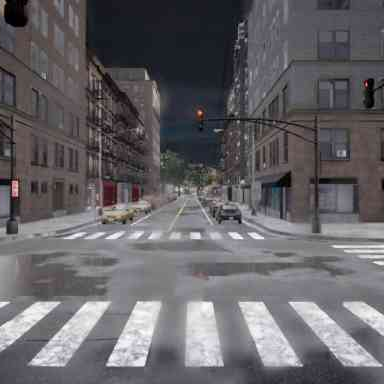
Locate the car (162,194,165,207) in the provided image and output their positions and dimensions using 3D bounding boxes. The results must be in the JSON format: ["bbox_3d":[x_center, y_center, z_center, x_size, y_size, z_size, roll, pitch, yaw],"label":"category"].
[{"bbox_3d":[-5.369,1.445,46.635,1.967,1.590,4.097,0,0,0],"label":"car"}]

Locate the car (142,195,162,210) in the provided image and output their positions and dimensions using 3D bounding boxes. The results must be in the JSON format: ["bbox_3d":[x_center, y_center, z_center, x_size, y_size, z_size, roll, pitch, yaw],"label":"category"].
[{"bbox_3d":[-5.375,1.319,41.153,2.192,1.841,5.009,0,0,0],"label":"car"}]

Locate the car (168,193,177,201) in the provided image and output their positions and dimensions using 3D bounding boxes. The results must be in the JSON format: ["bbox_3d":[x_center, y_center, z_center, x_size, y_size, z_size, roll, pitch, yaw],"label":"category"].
[{"bbox_3d":[-5.315,1.329,90.491,2.192,1.841,5.009,0,0,0],"label":"car"}]

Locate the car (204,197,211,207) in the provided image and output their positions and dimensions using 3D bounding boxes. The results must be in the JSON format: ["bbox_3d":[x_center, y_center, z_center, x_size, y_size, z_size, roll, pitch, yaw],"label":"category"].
[{"bbox_3d":[2.667,1.553,35.664,2.008,1.369,4.403,0,0,0],"label":"car"}]

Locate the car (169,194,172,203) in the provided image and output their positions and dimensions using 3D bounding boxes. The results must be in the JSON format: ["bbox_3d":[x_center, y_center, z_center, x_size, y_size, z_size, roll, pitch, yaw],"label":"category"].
[{"bbox_3d":[-5.349,1.573,63.081,1.947,1.339,4.313,0,0,0],"label":"car"}]

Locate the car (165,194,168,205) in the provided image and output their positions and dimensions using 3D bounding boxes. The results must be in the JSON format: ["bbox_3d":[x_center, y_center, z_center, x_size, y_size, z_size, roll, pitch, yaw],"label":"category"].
[{"bbox_3d":[-5.362,1.446,52.117,1.967,1.590,4.097,0,0,0],"label":"car"}]

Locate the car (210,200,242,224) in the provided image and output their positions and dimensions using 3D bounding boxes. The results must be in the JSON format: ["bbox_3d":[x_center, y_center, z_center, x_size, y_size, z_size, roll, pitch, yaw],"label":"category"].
[{"bbox_3d":[2.658,1.552,24.700,2.008,1.369,4.403,0,0,0],"label":"car"}]

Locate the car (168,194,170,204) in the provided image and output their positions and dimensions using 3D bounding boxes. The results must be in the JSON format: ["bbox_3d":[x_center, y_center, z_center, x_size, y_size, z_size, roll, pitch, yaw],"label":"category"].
[{"bbox_3d":[-5.356,1.557,57.599,2.008,1.369,4.403,0,0,0],"label":"car"}]

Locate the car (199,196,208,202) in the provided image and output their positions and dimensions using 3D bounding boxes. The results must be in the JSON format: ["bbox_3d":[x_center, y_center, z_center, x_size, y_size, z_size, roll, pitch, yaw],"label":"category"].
[{"bbox_3d":[2.705,1.556,79.520,1.887,1.381,4.507,0,0,0],"label":"car"}]

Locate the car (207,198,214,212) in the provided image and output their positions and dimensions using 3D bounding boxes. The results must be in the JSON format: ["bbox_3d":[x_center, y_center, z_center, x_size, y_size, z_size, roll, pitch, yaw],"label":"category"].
[{"bbox_3d":[2.662,1.547,30.182,1.887,1.381,4.507,0,0,0],"label":"car"}]

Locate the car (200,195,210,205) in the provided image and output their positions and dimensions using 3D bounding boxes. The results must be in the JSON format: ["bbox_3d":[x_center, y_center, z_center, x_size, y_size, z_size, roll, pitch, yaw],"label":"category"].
[{"bbox_3d":[2.681,1.556,52.109,2.008,1.369,4.403,0,0,0],"label":"car"}]

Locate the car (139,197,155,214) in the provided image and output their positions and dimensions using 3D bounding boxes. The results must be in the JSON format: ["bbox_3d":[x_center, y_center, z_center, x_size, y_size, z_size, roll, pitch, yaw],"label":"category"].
[{"bbox_3d":[-5.382,1.528,35.500,1.752,1.417,4.829,0,0,0],"label":"car"}]

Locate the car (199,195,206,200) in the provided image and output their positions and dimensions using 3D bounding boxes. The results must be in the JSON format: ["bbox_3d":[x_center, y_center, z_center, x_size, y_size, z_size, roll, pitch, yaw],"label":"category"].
[{"bbox_3d":[2.714,1.596,90.484,1.802,1.307,4.206,0,0,0],"label":"car"}]

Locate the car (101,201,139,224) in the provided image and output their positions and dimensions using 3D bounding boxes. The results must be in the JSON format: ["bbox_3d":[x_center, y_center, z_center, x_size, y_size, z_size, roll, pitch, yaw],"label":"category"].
[{"bbox_3d":[-5.396,1.526,24.537,1.752,1.417,4.829,0,0,0],"label":"car"}]

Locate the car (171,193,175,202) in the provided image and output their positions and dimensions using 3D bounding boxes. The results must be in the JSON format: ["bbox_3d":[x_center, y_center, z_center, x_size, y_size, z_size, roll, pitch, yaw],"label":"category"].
[{"bbox_3d":[-5.342,1.323,68.563,2.192,1.841,5.009,0,0,0],"label":"car"}]

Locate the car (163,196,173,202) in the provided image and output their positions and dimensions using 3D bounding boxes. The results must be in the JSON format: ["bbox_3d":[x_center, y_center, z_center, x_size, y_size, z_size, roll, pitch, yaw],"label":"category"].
[{"bbox_3d":[-5.336,1.535,73.875,1.752,1.417,4.829,0,0,0],"label":"car"}]
